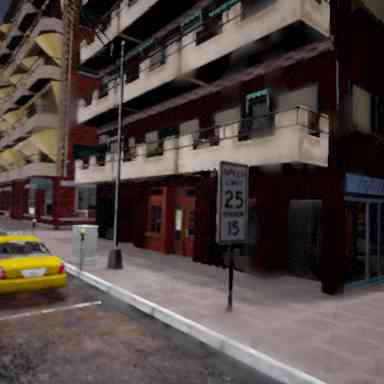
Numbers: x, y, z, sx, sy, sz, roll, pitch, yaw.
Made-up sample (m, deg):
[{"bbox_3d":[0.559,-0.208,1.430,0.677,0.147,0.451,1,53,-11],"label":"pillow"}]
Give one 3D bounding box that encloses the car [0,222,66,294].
[{"bbox_3d":[-4.879,1.722,8.955,1.752,1.417,4.829,4,-3,-39],"label":"car"}]
